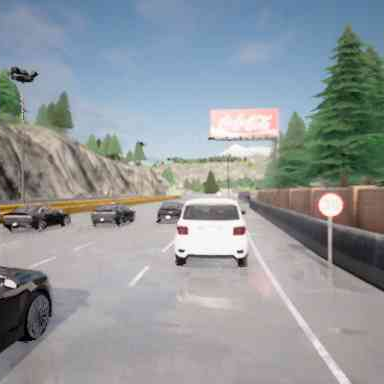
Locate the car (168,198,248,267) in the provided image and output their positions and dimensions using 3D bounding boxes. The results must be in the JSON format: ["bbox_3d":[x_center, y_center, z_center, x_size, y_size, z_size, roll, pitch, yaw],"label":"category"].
[{"bbox_3d":[0.734,1.220,11.650,2.150,2.045,5.566,0,0,5],"label":"car"}]

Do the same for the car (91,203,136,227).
[{"bbox_3d":[-5.245,1.492,22.666,2.128,1.511,4.902,0,0,6],"label":"car"}]

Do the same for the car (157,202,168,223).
[{"bbox_3d":[-1.441,1.503,25.582,1.837,1.490,4.892,0,0,6],"label":"car"}]

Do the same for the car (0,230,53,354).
[{"bbox_3d":[-3.271,1.493,3.600,2.128,1.511,4.902,0,0,2],"label":"car"}]

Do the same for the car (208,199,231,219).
[{"bbox_3d":[2.529,1.473,30.127,1.882,1.535,5.008,0,0,6],"label":"car"}]

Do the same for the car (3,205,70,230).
[{"bbox_3d":[-9.038,1.494,19.812,2.128,1.511,4.902,0,0,5],"label":"car"}]
